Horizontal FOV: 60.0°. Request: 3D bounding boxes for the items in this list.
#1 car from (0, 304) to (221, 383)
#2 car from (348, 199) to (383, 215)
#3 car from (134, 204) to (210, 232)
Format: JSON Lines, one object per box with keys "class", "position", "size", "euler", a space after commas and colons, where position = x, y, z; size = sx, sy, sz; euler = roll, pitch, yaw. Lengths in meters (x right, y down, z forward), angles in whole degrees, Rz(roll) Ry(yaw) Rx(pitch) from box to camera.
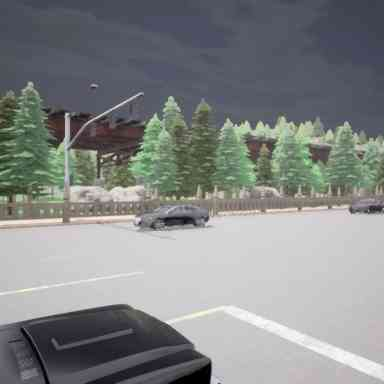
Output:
{"class": "car", "position": [-2.077, 1.601, 2.284], "size": [4.718, 1.301, 1.895], "euler": [0, 0, -35]}
{"class": "car", "position": [17.899, 1.504, 33.953], "size": [4.892, 1.490, 1.837], "euler": [0, 0, -35]}
{"class": "car", "position": [-1.149, 1.491, 20.367], "size": [4.902, 1.511, 2.128], "euler": [0, 0, -36]}
